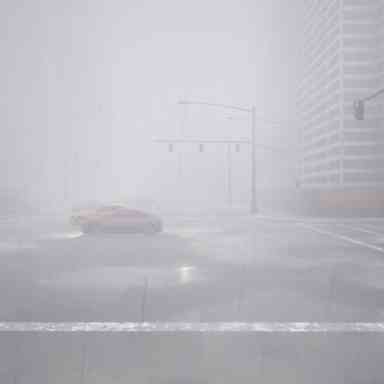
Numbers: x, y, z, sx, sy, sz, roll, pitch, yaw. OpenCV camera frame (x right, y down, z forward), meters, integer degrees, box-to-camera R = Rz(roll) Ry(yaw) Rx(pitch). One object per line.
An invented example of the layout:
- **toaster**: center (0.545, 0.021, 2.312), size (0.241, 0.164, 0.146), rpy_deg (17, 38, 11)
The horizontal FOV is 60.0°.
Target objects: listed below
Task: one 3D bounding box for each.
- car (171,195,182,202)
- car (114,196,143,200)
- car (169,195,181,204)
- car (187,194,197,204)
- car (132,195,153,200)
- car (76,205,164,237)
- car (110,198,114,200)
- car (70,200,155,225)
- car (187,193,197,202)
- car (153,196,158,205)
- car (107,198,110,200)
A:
- **car**: center (-3.444, 1.354, 74.517), size (2.128, 1.511, 4.902), rpy_deg (0, 0, 0)
- **car**: center (-7.061, 1.526, 37.041), size (1.812, 1.442, 4.674), rpy_deg (0, 0, 0)
- **car**: center (-3.451, 1.491, 64.233), size (2.128, 1.511, 4.902), rpy_deg (0, 0, 0)
- **car**: center (0.049, 1.547, 64.230), size (2.033, 1.411, 5.357), rpy_deg (0, 0, 0)
- **car**: center (-7.043, 1.505, 46.985), size (1.837, 1.490, 4.892), rpy_deg (0, 0, 0)
- **car**: center (-3.555, 1.564, 17.520), size (4.181, 1.385, 1.994), rpy_deg (0, 0, 0)
- **car**: center (-10.558, 1.547, 44.410), size (2.033, 1.411, 5.357), rpy_deg (0, 0, 0)
- **car**: center (-5.097, 1.477, 21.013), size (5.008, 1.535, 1.882), rpy_deg (0, 0, 0)
- **car**: center (0.056, 1.184, 74.484), size (2.097, 1.767, 4.553), rpy_deg (0, 0, 0)
- **car**: center (-7.023, 1.505, 57.255), size (1.837, 1.490, 4.892), rpy_deg (0, 0, 0)
- **car**: center (-10.543, 1.547, 34.338), size (2.033, 1.411, 5.357), rpy_deg (0, 0, 4)
